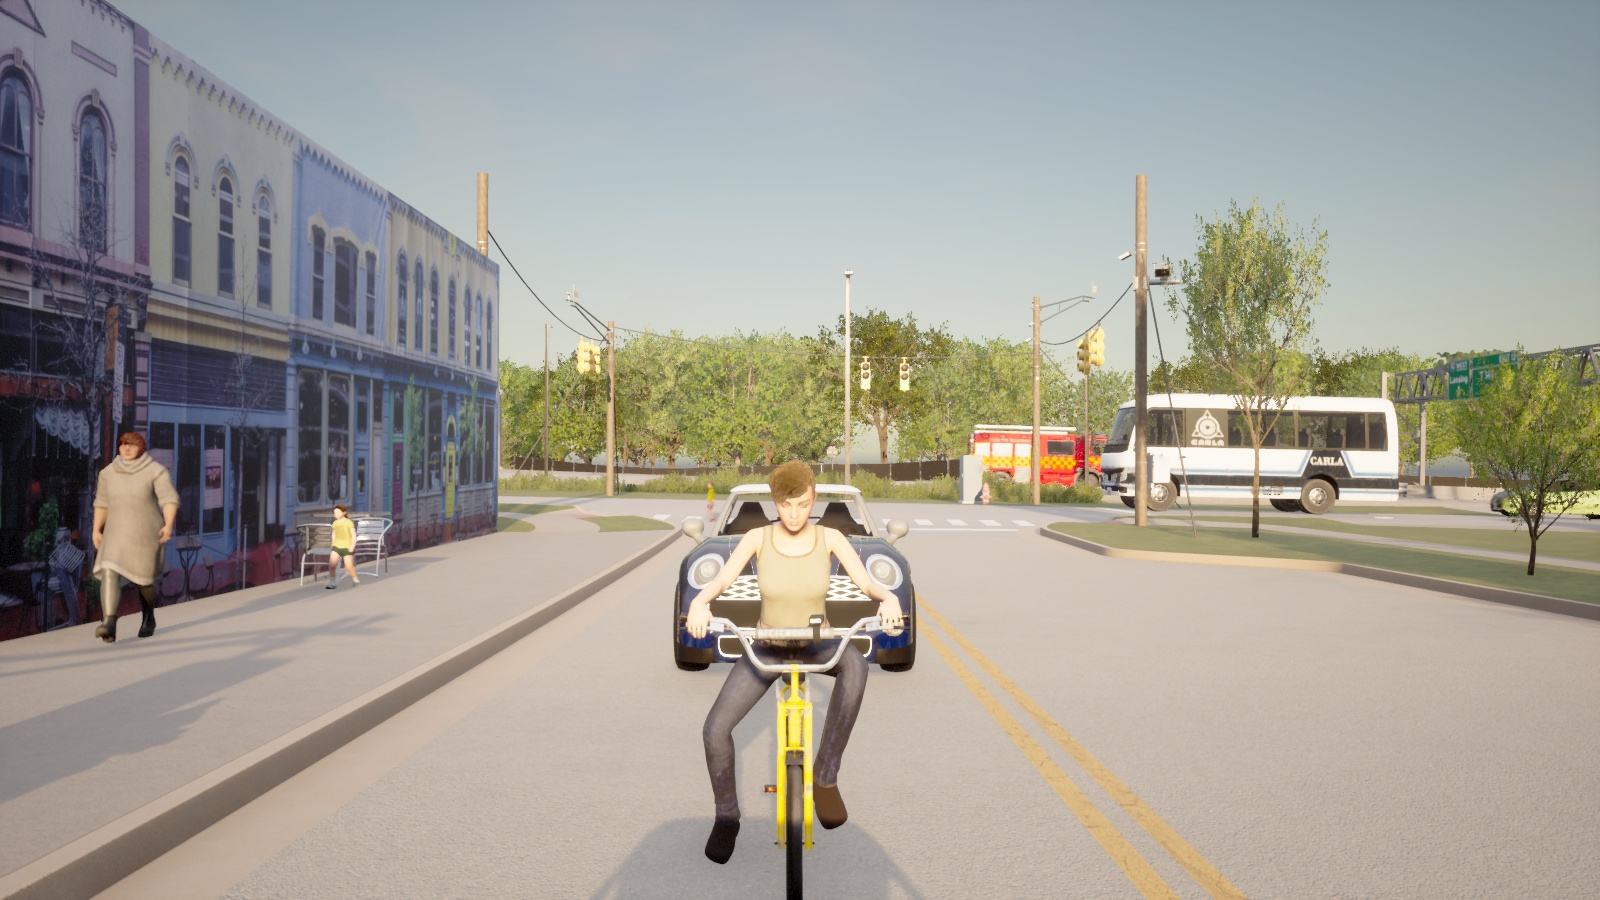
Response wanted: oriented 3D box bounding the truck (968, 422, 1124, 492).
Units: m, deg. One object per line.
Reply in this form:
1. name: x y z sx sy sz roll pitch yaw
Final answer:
1. truck: 14.283 0.427 73.457 8.468 3.827 2.891 1 -1 0

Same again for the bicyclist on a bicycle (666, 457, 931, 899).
1. bicyclist on a bicycle: -0.017 0.844 4.879 0.866 1.612 1.509 0 -1 -1

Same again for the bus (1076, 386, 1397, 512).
1. bus: 15.633 0.001 45.704 10.273 4.253 3.944 1 -1 -1

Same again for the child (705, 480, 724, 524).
1. child: -2.284 1.383 33.427 0.473 1.160 0.299 0 -1 0

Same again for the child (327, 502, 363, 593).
1. child: -5.689 1.206 15.710 0.255 1.110 0.394 0 -1 14

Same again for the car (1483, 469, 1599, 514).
1. car: 27.530 1.479 45.428 4.514 1.525 2.007 1 -1 9

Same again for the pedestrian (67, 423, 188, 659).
1. pedestrian: -5.802 0.756 10.882 0.659 1.952 0.873 0 -1 -8

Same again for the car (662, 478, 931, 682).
1. car: -0.034 0.998 11.131 1.970 1.475 3.806 0 -1 0
